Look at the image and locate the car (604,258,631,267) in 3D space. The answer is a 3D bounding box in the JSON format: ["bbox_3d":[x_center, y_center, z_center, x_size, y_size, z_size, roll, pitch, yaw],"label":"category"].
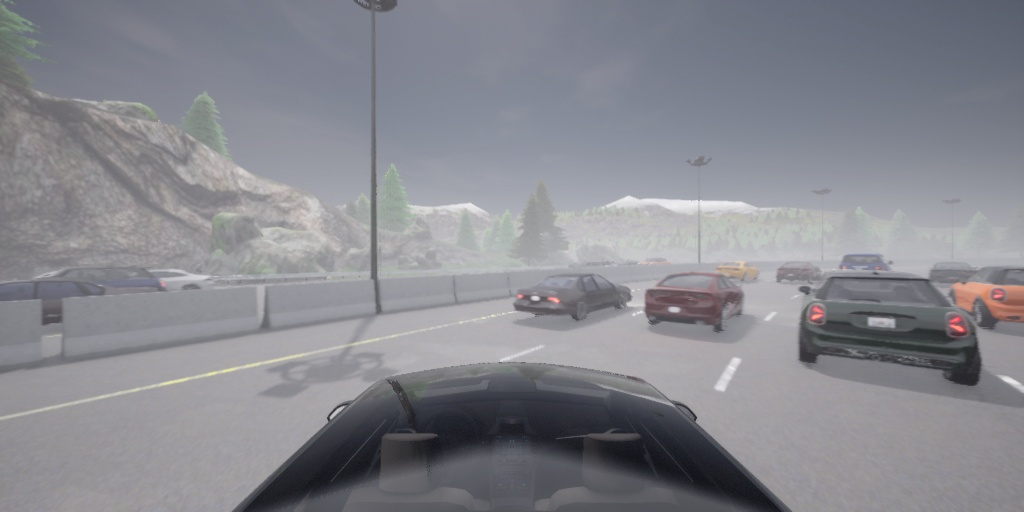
[{"bbox_3d":[13.703,1.096,43.019,4.902,1.511,2.128,0,0,-38],"label":"car"}]

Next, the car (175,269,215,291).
[{"bbox_3d":[-16.875,1.323,16.713,1.812,1.442,4.674,0,0,38],"label":"car"}]

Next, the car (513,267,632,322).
[{"bbox_3d":[2.302,1.278,12.425,2.033,1.411,5.357,0,0,40],"label":"car"}]

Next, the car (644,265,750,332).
[{"bbox_3d":[5.704,1.197,10.963,1.882,1.535,5.008,0,0,40],"label":"car"}]

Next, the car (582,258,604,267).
[{"bbox_3d":[11.509,0.871,45.746,4.718,1.301,1.895,0,0,-38],"label":"car"}]

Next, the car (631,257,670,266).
[{"bbox_3d":[15.896,0.924,40.291,4.553,1.767,2.097,0,0,-38],"label":"car"}]

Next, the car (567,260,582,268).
[{"bbox_3d":[9.365,1.274,48.512,4.181,1.385,1.994,0,0,-38],"label":"car"}]

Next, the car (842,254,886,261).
[{"bbox_3d":[22.297,0.867,22.668,5.566,2.045,2.150,0,0,-41],"label":"car"}]

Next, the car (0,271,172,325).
[{"bbox_3d":[-13.293,1.338,9.824,2.033,1.411,5.357,0,0,36],"label":"car"}]

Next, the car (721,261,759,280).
[{"bbox_3d":[17.364,1.136,27.617,5.008,1.535,1.882,0,0,-42],"label":"car"}]

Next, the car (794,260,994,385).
[{"bbox_3d":[7.229,1.069,7.335,2.097,1.767,4.553,0,0,40],"label":"car"}]

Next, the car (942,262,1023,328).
[{"bbox_3d":[14.408,1.040,10.171,2.097,1.767,4.553,0,0,42],"label":"car"}]

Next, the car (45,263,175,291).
[{"bbox_3d":[-15.413,1.148,12.765,2.097,1.767,4.553,0,0,37],"label":"car"}]

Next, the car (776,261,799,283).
[{"bbox_3d":[20.761,1.125,25.915,5.008,1.535,1.882,0,0,-41],"label":"car"}]
